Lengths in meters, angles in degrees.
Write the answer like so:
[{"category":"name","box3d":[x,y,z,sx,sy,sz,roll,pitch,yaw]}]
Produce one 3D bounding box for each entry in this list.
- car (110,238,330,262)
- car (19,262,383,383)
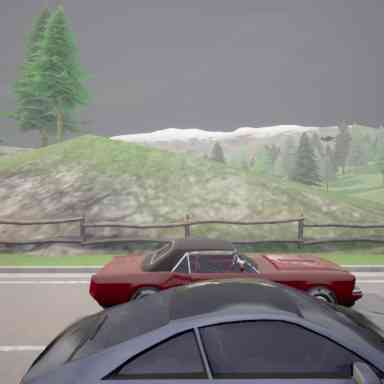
[{"category":"car","box3d":[0.612,1.601,6.471,4.718,1.301,1.895,0,0,-1]},{"category":"car","box3d":[0.698,1.564,2.973,4.181,1.385,1.994,0,0,0]}]
